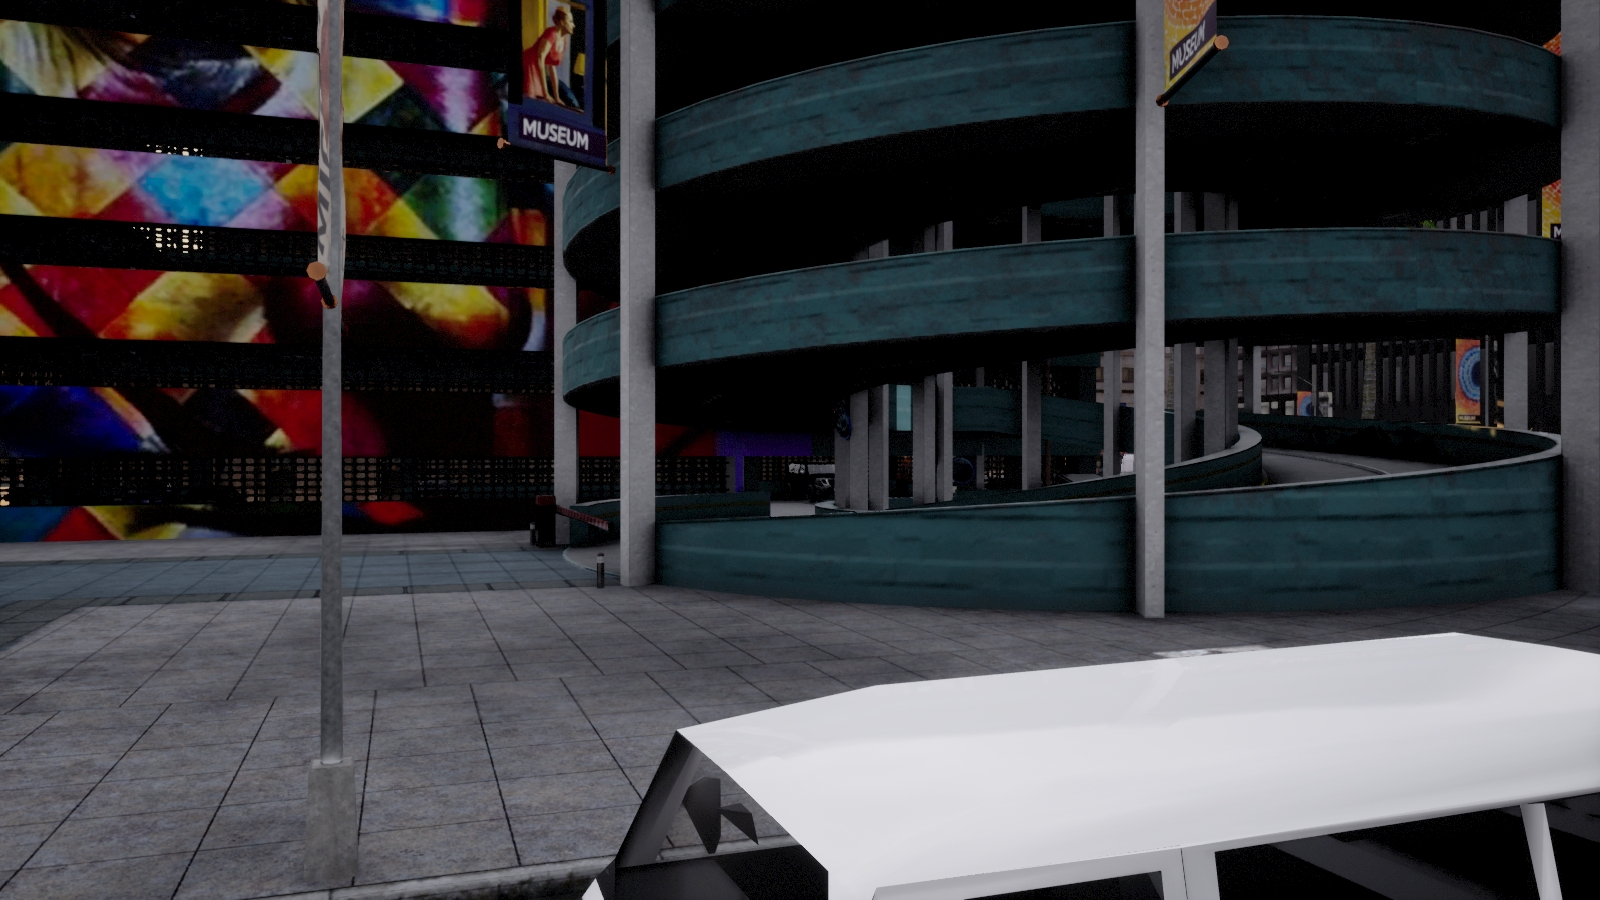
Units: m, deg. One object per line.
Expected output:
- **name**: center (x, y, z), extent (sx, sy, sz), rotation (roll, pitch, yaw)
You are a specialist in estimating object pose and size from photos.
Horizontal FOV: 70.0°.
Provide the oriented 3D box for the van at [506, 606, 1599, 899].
- **van**: center (1.425, 1.783, 3.850), extent (4.480, 2.038, 2.069), rotation (0, 0, -21)
